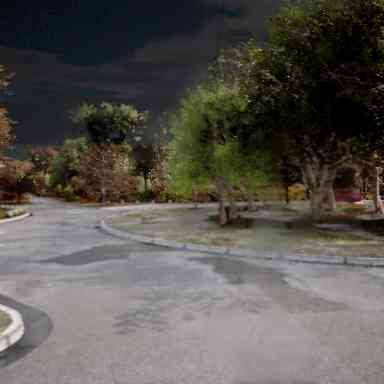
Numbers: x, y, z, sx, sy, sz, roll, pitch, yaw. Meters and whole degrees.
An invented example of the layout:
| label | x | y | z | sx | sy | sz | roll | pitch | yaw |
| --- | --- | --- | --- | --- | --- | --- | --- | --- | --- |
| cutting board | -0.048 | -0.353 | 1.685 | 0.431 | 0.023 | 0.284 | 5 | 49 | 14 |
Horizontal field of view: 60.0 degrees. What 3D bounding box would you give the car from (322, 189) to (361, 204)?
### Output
| label | x | y | z | sx | sy | sz | roll | pitch | yaw |
| --- | --- | --- | --- | --- | --- | --- | --- | --- | --- |
| car | 19.381 | 0.645 | 44.239 | 5.566 | 2.045 | 2.150 | 0 | 0 | 28 |
